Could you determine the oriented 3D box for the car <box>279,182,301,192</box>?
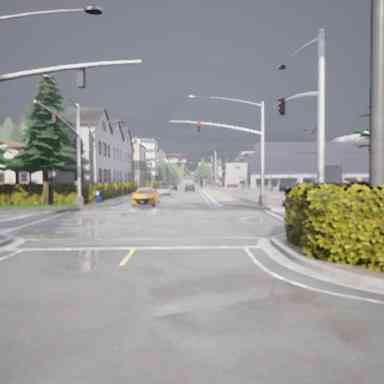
[{"bbox_3d":[15.057,-0.706,52.452,2.007,1.523,4.514,-1,2,-1],"label":"car"}]

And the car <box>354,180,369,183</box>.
[{"bbox_3d":[18.879,-0.280,34.612,1.905,1.878,3.866,-1,2,-1],"label":"car"}]

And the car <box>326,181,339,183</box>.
[{"bbox_3d":[25.065,-1.222,59.906,2.152,1.636,5.027,-1,2,-1],"label":"car"}]

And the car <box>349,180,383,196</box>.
[{"bbox_3d":[22.091,-0.588,42.505,1.932,1.855,4.605,-1,2,-1],"label":"car"}]

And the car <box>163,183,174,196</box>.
[{"bbox_3d":[-3.899,-0.127,44.507,1.895,1.301,4.718,-1,2,0],"label":"car"}]

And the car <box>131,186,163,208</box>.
[{"bbox_3d":[-3.796,0.393,27.629,1.882,1.535,5.008,-1,2,0],"label":"car"}]

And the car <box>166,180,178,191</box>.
[{"bbox_3d":[-3.943,-1.230,63.663,2.150,2.045,5.566,-1,2,0],"label":"car"}]

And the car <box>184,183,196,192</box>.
[{"bbox_3d":[-0.410,-0.820,59.007,2.128,1.511,4.902,-1,2,0],"label":"car"}]
